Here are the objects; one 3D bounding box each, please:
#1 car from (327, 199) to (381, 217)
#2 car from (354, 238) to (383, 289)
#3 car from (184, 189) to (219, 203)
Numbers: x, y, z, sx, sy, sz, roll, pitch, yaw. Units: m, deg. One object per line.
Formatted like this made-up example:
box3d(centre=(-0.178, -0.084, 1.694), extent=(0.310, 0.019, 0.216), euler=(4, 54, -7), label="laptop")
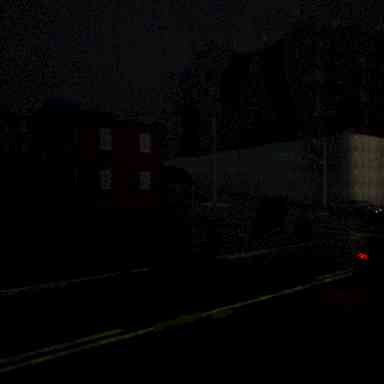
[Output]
box3d(centre=(14.061, 1.368, 29.147), extent=(1.812, 1.442, 4.674), euler=(0, 0, -25), label="car")
box3d(centre=(5.688, 1.513, 7.830), extent=(4.181, 1.385, 1.994), euler=(0, 0, -35), label="car")
box3d(centre=(1.099, 0.437, 41.795), extent=(2.033, 1.411, 5.357), euler=(0, 7, -36), label="car")
